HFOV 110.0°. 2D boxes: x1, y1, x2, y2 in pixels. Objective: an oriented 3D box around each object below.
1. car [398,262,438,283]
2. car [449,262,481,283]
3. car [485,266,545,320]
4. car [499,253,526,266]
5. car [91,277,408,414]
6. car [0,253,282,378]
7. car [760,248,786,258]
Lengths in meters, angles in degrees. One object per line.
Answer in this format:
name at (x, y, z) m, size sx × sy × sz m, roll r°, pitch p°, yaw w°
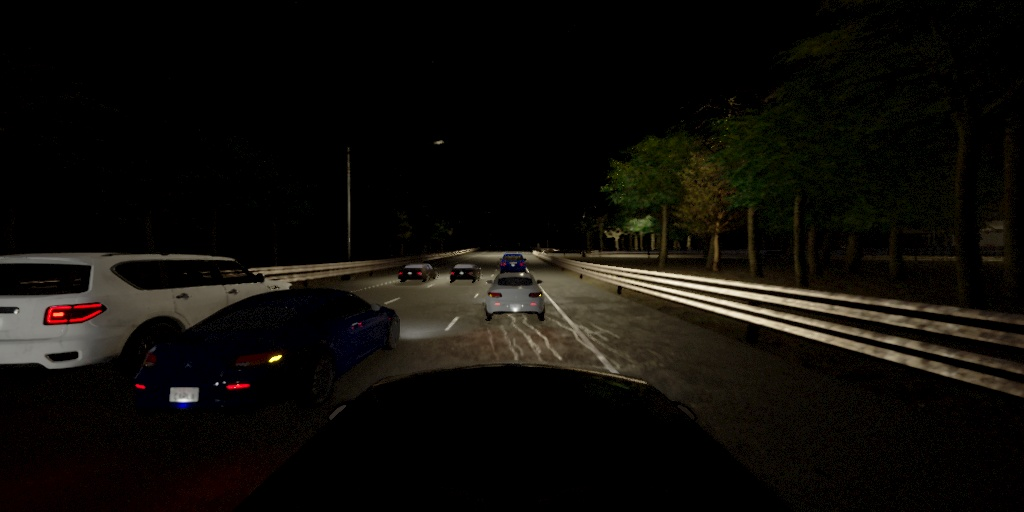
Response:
car at (-6.916, 1.181, 26.745) m, size 2.033 × 1.411 × 5.357 m, roll 0°, pitch 1°, yaw 0°
car at (-3.415, 1.181, 26.752) m, size 2.033 × 1.411 × 5.357 m, roll 0°, pitch 1°, yaw 0°
car at (0.092, 1.258, 12.411) m, size 1.812 × 1.442 × 4.674 m, roll 0°, pitch 0°, yaw 0°
car at (0.081, 0.772, 31.656) m, size 2.150 × 2.045 × 5.566 m, roll 0°, pitch 1°, yaw 0°
car at (-3.390, 1.269, 6.018) m, size 1.812 × 1.442 × 4.674 m, roll 0°, pitch 0°, yaw 0°
car at (-6.903, 0.962, 7.451) m, size 2.150 × 2.045 × 5.566 m, roll 0°, pitch 0°, yaw 0°
car at (38.545, -0.385, 52.322) m, size 1.812 × 1.442 × 4.674 m, roll -1°, pitch 1°, yaw -36°
